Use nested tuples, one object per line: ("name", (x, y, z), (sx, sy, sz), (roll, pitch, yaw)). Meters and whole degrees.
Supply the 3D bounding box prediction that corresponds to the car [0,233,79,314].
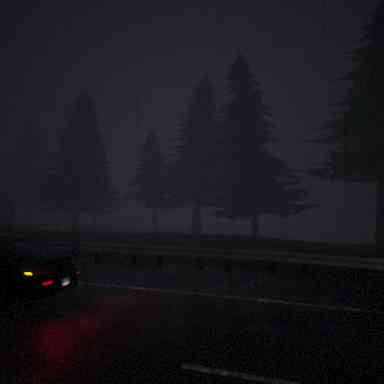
("car", (-4.855, 1.667, 7.494), (4.674, 1.442, 1.812), (1, -2, 14))
